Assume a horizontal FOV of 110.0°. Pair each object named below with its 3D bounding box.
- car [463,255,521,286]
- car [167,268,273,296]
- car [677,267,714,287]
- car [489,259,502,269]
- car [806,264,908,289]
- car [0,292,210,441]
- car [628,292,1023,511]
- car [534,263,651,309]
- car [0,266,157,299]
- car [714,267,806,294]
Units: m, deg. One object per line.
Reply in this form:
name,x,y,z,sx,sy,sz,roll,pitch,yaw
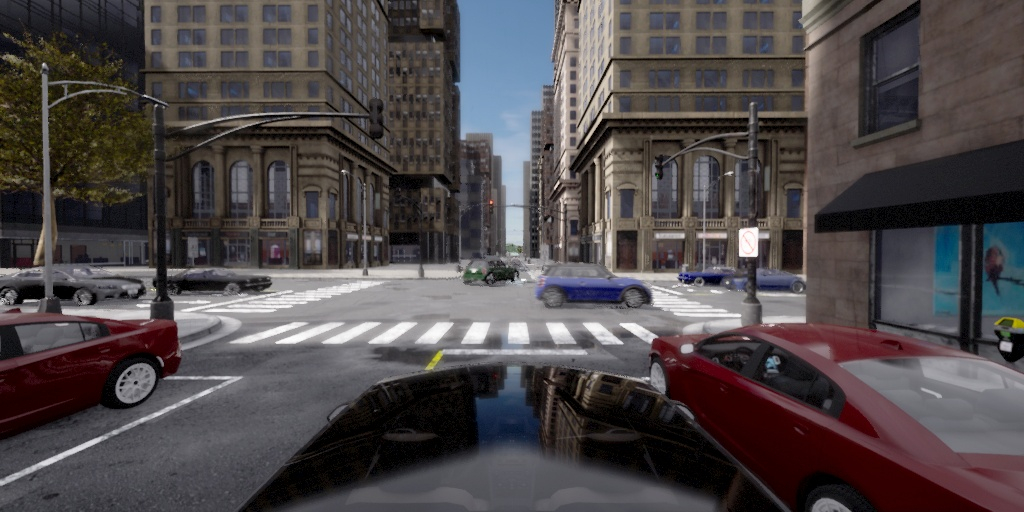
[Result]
car,-1.355,1.012,25.039,2.097,1.767,4.553,0,0,32
car,-14.729,1.256,17.854,4.718,1.301,1.895,0,1,1
car,13.819,1.391,24.292,4.718,1.301,1.895,0,1,1
car,-2.579,1.219,56.825,1.837,1.490,4.892,0,0,1
car,23.178,1.348,24.202,5.008,1.535,1.882,0,1,0
car,-5.755,1.294,3.405,1.888,1.381,4.507,0,0,0
car,2.770,1.294,3.334,1.888,1.381,4.507,0,0,0
car,3.192,1.099,14.452,4.553,1.767,2.097,0,0,1
car,-17.896,1.169,14.630,4.902,1.511,2.128,0,1,1
car,14.642,1.410,21.034,4.181,1.385,1.994,0,1,1
